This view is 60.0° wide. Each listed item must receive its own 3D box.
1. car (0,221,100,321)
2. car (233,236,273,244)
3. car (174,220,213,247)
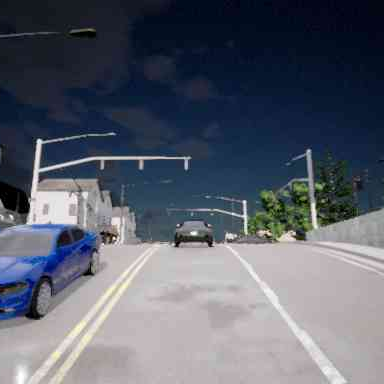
[{"bbox_3d":[-3.589,1.506,7.615,1.882,1.535,5.008,0,0,0],"label":"car"},{"bbox_3d":[6.214,5.200,34.043,4.181,1.385,1.994,5,-14,-20],"label":"car"},{"bbox_3d":[0.094,2.204,17.889,1.994,1.385,4.181,0,-7,0],"label":"car"}]
